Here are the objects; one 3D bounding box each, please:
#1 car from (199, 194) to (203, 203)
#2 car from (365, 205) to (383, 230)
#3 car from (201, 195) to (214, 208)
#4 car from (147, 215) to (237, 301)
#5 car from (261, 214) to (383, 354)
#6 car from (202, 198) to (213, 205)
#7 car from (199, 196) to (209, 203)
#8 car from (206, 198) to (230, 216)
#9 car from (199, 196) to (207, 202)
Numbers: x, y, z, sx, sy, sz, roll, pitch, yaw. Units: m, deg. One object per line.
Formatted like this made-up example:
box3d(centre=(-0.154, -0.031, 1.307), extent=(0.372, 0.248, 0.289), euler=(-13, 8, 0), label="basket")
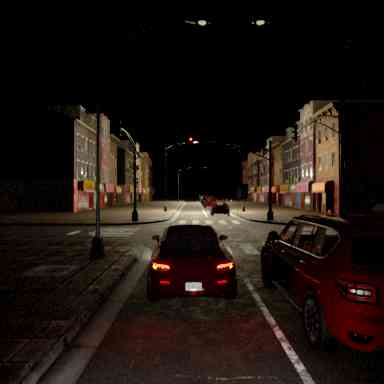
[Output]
box3d(centre=(2.697, 1.397, 54.279), extent=(2.192, 1.841, 5.009), euler=(1, 0, 0), label="car")
box3d(centre=(13.561, 1.579, 20.681), extent=(4.674, 1.442, 1.812), euler=(0, -1, 0), label="car")
box3d(centre=(2.690, 1.612, 48.841), extent=(1.887, 1.381, 4.507), euler=(1, 0, 0), label="car")
box3d(centre=(-0.043, 1.529, 8.252), extent=(1.812, 1.442, 4.674), euler=(0, 0, -2), label="car")
box3d(centre=(2.656, 1.317, 6.099), extent=(2.192, 1.841, 5.009), euler=(1, 0, 0), label="car")
box3d(centre=(2.699, 1.680, 59.716), extent=(1.802, 1.307, 4.206), euler=(0, 0, 0), label="car")
box3d(centre=(2.714, 1.705, 76.028), extent=(2.008, 1.369, 4.403), euler=(0, 0, 0), label="car")
box3d(centre=(2.676, 1.577, 32.529), extent=(1.887, 1.381, 4.507), euler=(1, 0, 0), label="car")
box3d(centre=(2.723, 1.764, 86.903), extent=(1.947, 1.339, 4.313), euler=(0, 0, 0), label="car")
